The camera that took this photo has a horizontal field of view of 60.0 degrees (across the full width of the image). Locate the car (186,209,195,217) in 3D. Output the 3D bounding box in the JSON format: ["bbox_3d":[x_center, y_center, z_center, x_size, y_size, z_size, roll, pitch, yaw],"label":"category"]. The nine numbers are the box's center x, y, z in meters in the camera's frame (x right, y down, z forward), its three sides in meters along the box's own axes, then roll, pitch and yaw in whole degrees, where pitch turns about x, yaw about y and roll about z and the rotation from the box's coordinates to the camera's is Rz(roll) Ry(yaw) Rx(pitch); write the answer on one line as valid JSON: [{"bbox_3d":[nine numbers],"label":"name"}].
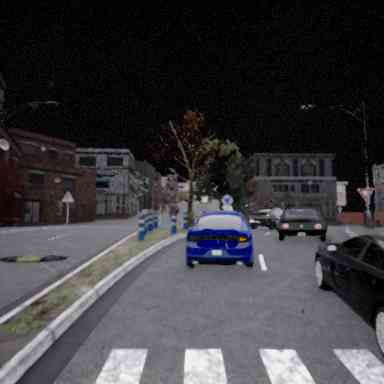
[{"bbox_3d":[-0.369,5.123,81.803,2.033,1.411,5.357,0,0,3],"label":"car"}]

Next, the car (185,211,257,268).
[{"bbox_3d":[1.020,1.349,10.913,1.882,1.535,5.008,-1,1,9],"label":"car"}]

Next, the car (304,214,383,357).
[{"bbox_3d":[3.579,1.416,5.690,1.882,1.535,5.008,0,1,5],"label":"car"}]

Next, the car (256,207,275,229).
[{"bbox_3d":[5.745,1.877,23.308,1.837,1.490,4.892,-5,-7,38],"label":"car"}]

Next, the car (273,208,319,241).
[{"bbox_3d":[4.893,1.391,15.014,1.895,1.301,4.718,-2,-1,17],"label":"car"}]

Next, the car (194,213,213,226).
[{"bbox_3d":[1.928,4.834,59.715,2.150,2.045,5.566,1,-2,-12],"label":"car"}]
